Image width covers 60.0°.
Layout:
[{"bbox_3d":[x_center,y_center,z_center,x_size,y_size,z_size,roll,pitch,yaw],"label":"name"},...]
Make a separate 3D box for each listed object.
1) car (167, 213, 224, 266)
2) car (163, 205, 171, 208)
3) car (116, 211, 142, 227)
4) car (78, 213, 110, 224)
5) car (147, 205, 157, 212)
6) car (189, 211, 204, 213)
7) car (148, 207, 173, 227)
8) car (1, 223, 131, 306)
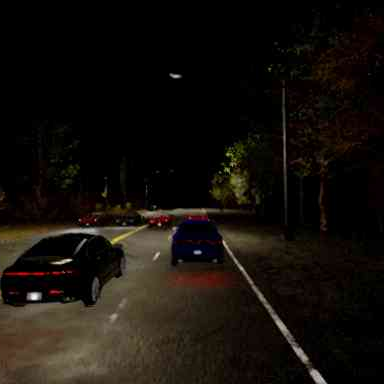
[{"bbox_3d":[0.203,1.888,13.598,1.882,1.535,5.008,0,0,0],"label":"car"},{"bbox_3d":[-5.478,3.706,74.742,1.812,1.442,4.674,-1,-2,1],"label":"car"},{"bbox_3d":[-6.243,2.676,33.622,2.033,1.411,5.357,-1,-2,1],"label":"car"},{"bbox_3d":[-9.545,2.723,32.683,1.895,1.301,4.718,-1,-2,1],"label":"car"},{"bbox_3d":[-8.744,3.756,73.983,2.128,1.511,4.902,-1,-2,1],"label":"car"},{"bbox_3d":[0.455,2.505,31.807,1.895,1.301,4.718,2,-2,1],"label":"car"},{"bbox_3d":[-2.879,2.580,31.728,1.895,1.301,4.718,-5,0,1],"label":"car"},{"bbox_3d":[-3.105,1.869,8.974,1.837,1.490,4.892,-2,-2,0],"label":"car"}]
